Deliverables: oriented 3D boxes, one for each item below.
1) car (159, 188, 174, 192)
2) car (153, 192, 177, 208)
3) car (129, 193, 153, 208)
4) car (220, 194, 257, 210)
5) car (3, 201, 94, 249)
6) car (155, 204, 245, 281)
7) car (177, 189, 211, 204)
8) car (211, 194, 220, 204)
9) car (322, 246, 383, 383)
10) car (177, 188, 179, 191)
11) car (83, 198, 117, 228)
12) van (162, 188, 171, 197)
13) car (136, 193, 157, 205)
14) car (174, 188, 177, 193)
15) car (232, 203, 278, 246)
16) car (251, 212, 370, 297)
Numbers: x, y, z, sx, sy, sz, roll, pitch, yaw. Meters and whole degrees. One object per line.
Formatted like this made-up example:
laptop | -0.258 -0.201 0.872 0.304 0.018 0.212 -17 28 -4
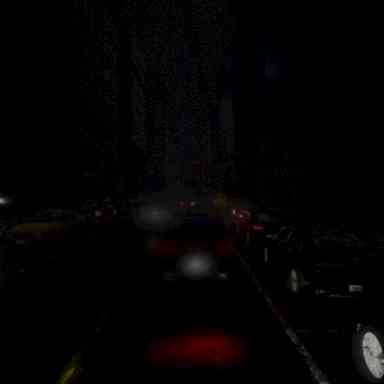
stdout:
car | -5.520 0.164 67.914 2.192 1.841 5.009 0 1 0
car | -3.001 0.981 36.031 1.895 1.301 4.718 0 1 0
car | -5.591 0.915 35.453 1.752 1.417 4.829 0 1 0
car | 2.898 1.110 19.027 1.967 1.590 4.097 0 1 0
car | -5.640 1.292 13.353 1.752 1.417 4.829 0 1 0
car | 0.099 1.314 9.368 1.882 1.535 5.008 0 1 0
car | 0.141 0.901 26.122 2.097 1.767 4.553 0 1 0
car | 2.935 0.910 35.774 1.752 1.417 4.829 0 1 0
car | 2.862 1.506 2.455 2.008 1.369 4.403 0 1 0
car | -5.459 -0.165 95.419 1.967 1.590 4.097 0 1 0
car | -5.627 1.109 19.047 1.967 1.590 4.097 0 1 0
van | -5.508 0.099 73.415 1.690 1.788 3.998 0 1 0
car | -5.578 0.845 41.148 2.008 1.369 4.403 0 1 0
car | -5.483 0.017 84.418 1.967 1.590 4.097 0 1 0
car | 2.886 1.347 13.505 1.802 1.307 4.206 0 1 0
car | 2.874 1.411 7.979 2.008 1.369 4.403 0 1 0
